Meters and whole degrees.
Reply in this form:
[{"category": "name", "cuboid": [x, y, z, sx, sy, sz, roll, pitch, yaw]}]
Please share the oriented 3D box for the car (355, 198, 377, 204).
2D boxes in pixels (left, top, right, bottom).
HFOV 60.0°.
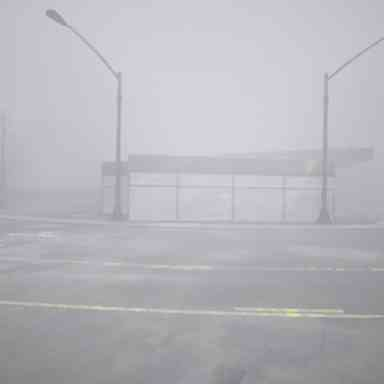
[{"category": "car", "cuboid": [41.694, 2.127, 79.545, 4.674, 1.442, 1.812, 1, 0, 29]}]
